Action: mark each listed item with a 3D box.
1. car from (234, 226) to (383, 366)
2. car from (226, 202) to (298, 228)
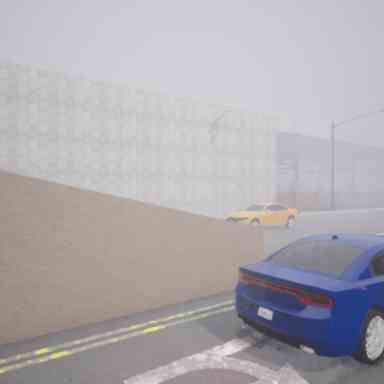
[{"bbox_3d":[2.995,1.469,5.881,5.008,1.535,1.882,0,0,-35],"label":"car"},{"bbox_3d":[4.220,1.376,19.774,5.008,1.535,1.882,0,0,-35],"label":"car"}]
